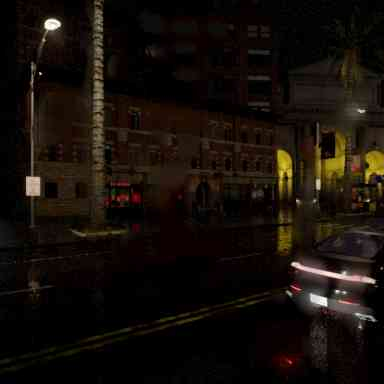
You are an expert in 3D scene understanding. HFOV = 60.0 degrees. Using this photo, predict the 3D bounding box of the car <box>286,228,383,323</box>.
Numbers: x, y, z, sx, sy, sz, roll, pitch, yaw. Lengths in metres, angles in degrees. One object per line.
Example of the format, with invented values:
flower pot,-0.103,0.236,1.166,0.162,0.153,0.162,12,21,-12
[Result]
car,3.982,1.492,6.652,4.902,1.511,2.128,0,0,-35
